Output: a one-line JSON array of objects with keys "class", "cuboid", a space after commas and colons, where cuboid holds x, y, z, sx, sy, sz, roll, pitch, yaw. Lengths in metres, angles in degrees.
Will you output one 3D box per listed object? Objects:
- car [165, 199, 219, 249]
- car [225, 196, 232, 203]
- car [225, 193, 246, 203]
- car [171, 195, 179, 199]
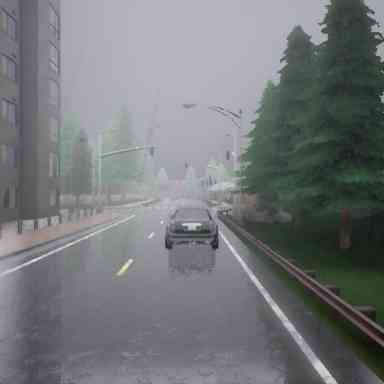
[{"class": "car", "cuboid": [0.000, 1.365, 14.620, 2.097, 1.767, 4.553, 0, 0, 0]}, {"class": "car", "cuboid": [8.847, 1.143, 62.404, 4.605, 1.855, 1.932, 0, 0, -1]}, {"class": "car", "cuboid": [8.432, 1.145, 64.914, 3.866, 1.878, 1.905, 0, 0, -1]}, {"class": "car", "cuboid": [-4.486, 1.517, 87.420, 1.994, 1.385, 4.181, 0, 0, -4]}]
